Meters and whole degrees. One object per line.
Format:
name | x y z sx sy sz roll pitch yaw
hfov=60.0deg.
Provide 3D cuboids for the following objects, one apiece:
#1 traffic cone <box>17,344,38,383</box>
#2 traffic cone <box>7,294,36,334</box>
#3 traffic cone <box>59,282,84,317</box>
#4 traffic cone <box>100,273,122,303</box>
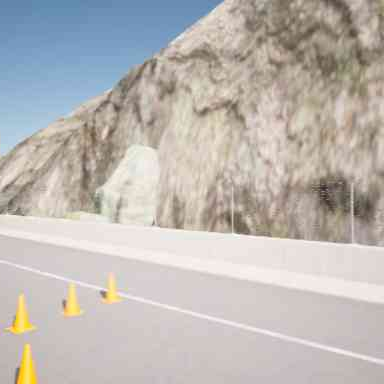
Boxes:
traffic cone | -1.868 2.029 3.770 0.340 0.580 0.340 -1 -1 35
traffic cone | -2.936 2.065 5.734 0.340 0.580 0.340 -1 -1 35
traffic cone | -2.363 2.083 6.554 0.340 0.580 0.340 -1 -1 35
traffic cone | -1.791 2.101 7.374 0.340 0.580 0.340 -1 -1 35
